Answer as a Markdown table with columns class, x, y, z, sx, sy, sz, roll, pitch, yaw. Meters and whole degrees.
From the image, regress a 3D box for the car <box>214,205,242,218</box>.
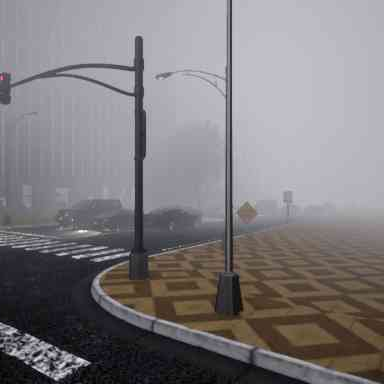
| class | x | y | z | sx | sy | sz | roll | pitch | yaw |
| --- | --- | --- | --- | --- | --- | --- | --- | --- | --- |
| car | 4.809 | 2.251 | 38.816 | 1.895 | 1.301 | 4.718 | 0 | -1 | 33 |

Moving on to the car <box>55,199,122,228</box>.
| class | x | y | z | sx | sy | sz | roll | pitch | yaw |
| --- | --- | --- | --- | --- | --- | --- | --- | --- | --- |
| car | -7.627 | 1.547 | 25.450 | 2.150 | 2.045 | 5.566 | 0 | -1 | 33 |

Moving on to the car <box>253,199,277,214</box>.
| class | x | y | z | sx | sy | sz | roll | pitch | yaw |
| --- | --- | --- | --- | --- | --- | --- | --- | --- | --- |
| car | 10.650 | 2.064 | 47.846 | 2.150 | 2.045 | 5.566 | 0 | -1 | 33 |

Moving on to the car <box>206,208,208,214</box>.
| class | x | y | z | sx | sy | sz | roll | pitch | yaw |
| --- | --- | --- | --- | --- | --- | --- | --- | --- | --- |
| car | -0.648 | 2.033 | 30.321 | 1.994 | 1.385 | 4.181 | 0 | -1 | 32 |

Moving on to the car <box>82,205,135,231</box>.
| class | x | y | z | sx | sy | sz | roll | pitch | yaw |
| --- | --- | --- | --- | --- | --- | --- | --- | --- | --- |
| car | -5.177 | 1.883 | 23.254 | 1.994 | 1.385 | 4.181 | 0 | -1 | 32 |

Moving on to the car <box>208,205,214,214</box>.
| class | x | y | z | sx | sy | sz | roll | pitch | yaw |
| --- | --- | --- | --- | --- | --- | --- | --- | --- | --- |
| car | 3.022 | 2.279 | 42.043 | 1.895 | 1.301 | 4.718 | 0 | -1 | 32 |

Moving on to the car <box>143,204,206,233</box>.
| class | x | y | z | sx | sy | sz | roll | pitch | yaw |
| --- | --- | --- | --- | --- | --- | --- | --- | --- | --- |
| car | -1.301 | 1.831 | 22.834 | 1.882 | 1.535 | 5.008 | 0 | -1 | 32 |

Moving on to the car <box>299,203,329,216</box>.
| class | x | y | z | sx | sy | sz | roll | pitch | yaw |
| --- | --- | --- | --- | --- | --- | --- | --- | --- | --- |
| car | 16.469 | 2.406 | 44.693 | 2.033 | 1.411 | 5.357 | 0 | -1 | 33 |

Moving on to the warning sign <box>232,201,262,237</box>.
| class | x | y | z | sx | sy | sz | roll | pitch | yaw |
| --- | --- | --- | --- | --- | --- | --- | --- | --- | --- |
| warning sign | 3.069 | 1.454 | 18.572 | 1.300 | 1.860 | 1.060 | 1 | 1 | 33 |

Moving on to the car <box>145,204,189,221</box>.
| class | x | y | z | sx | sy | sz | roll | pitch | yaw |
| --- | --- | --- | --- | --- | --- | --- | --- | --- | --- |
| car | -2.451 | 2.001 | 33.520 | 1.837 | 1.490 | 4.892 | 0 | -1 | 33 |

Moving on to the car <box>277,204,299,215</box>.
| class | x | y | z | sx | sy | sz | roll | pitch | yaw |
| --- | --- | --- | --- | --- | --- | --- | --- | --- | --- |
| car | 13.933 | 2.387 | 46.755 | 1.812 | 1.442 | 4.674 | 0 | -1 | 33 |

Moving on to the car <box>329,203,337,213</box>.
| class | x | y | z | sx | sy | sz | roll | pitch | yaw |
| --- | --- | --- | --- | --- | --- | --- | --- | --- | --- |
| car | 21.757 | 2.537 | 53.031 | 1.837 | 1.490 | 4.892 | 0 | -1 | 33 |

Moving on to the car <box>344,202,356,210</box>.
| class | x | y | z | sx | sy | sz | roll | pitch | yaw |
| --- | --- | --- | --- | --- | --- | --- | --- | --- | --- |
| car | 31.409 | 2.770 | 65.976 | 1.801 | 1.575 | 5.366 | 0 | -1 | 33 |
